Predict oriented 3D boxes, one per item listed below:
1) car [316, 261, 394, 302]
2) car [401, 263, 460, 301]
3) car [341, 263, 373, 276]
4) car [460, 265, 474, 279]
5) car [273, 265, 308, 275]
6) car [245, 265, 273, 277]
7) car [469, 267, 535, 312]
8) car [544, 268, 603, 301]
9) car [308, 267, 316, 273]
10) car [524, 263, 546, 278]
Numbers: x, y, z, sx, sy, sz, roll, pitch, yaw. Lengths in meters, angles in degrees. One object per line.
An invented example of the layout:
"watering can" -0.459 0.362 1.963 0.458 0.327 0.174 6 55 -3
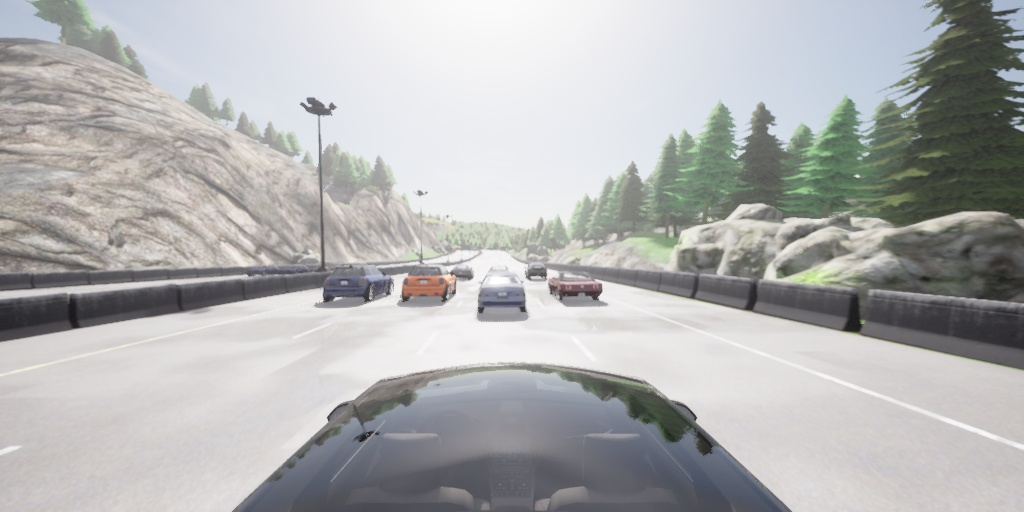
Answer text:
"car" -7.560 1.239 18.101 2.097 1.767 4.553 0 0 -2
"car" -4.063 1.217 18.243 2.097 1.767 4.553 0 0 -2
"car" -19.383 1.616 45.053 2.128 1.511 4.902 0 0 -2
"car" -4.748 1.529 34.532 1.994 1.385 4.181 0 0 -2
"car" -26.327 1.763 43.523 1.895 1.301 4.718 0 0 -2
"car" -29.820 1.785 43.340 1.895 1.301 4.718 0 0 -2
"car" -0.424 1.366 14.752 2.033 1.411 5.357 0 0 -2
"car" 2.961 1.415 17.849 1.895 1.301 4.718 0 0 -2
"car" -22.870 1.497 44.648 2.097 1.767 4.553 0 0 -2
"car" 2.265 1.422 34.328 1.837 1.490 4.892 0 0 -2
